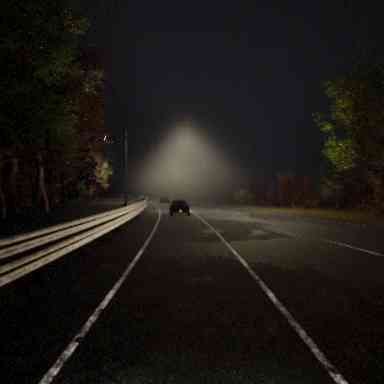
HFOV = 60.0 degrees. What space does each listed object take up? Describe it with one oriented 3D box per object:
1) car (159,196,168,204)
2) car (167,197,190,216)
[{"bbox_3d":[-5.261,1.495,64.244,2.033,1.411,5.357,0,0,-11],"label":"car"},{"bbox_3d":[-1.294,1.512,33.045,1.837,1.490,4.892,0,0,-5],"label":"car"}]
